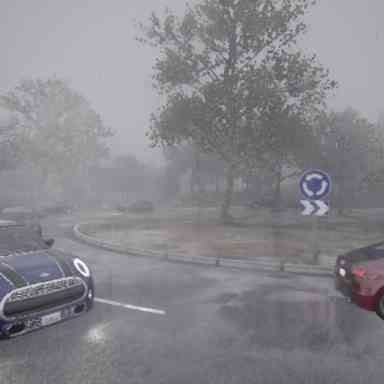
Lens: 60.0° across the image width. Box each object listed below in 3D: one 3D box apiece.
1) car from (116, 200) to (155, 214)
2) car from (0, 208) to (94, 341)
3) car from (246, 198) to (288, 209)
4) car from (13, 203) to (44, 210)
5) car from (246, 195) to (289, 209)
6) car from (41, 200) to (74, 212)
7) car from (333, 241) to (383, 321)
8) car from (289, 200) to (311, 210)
[{"bbox_3d":[-5.992,1.532,35.562,1.994,1.385,4.181,0,0,42],"label":"car"},{"bbox_3d":[-3.950,1.353,6.460,4.553,1.767,2.097,0,0,37],"label":"car"},{"bbox_3d":[10.059,1.498,45.248,5.357,1.411,2.033,0,0,6],"label":"car"},{"bbox_3d":[-8.153,1.503,15.627,1.837,1.490,4.892,-2,1,-25],"label":"car"},{"bbox_3d":[9.430,1.147,42.100,4.553,1.767,2.097,-3,-3,9],"label":"car"},{"bbox_3d":[-12.588,1.485,29.660,2.128,1.511,4.902,0,0,17],"label":"car"},{"bbox_3d":[4.954,1.550,6.281,4.181,1.385,1.994,0,0,8],"label":"car"},{"bbox_3d":[14.000,1.588,40.960,4.718,1.301,1.895,1,1,23],"label":"car"}]
